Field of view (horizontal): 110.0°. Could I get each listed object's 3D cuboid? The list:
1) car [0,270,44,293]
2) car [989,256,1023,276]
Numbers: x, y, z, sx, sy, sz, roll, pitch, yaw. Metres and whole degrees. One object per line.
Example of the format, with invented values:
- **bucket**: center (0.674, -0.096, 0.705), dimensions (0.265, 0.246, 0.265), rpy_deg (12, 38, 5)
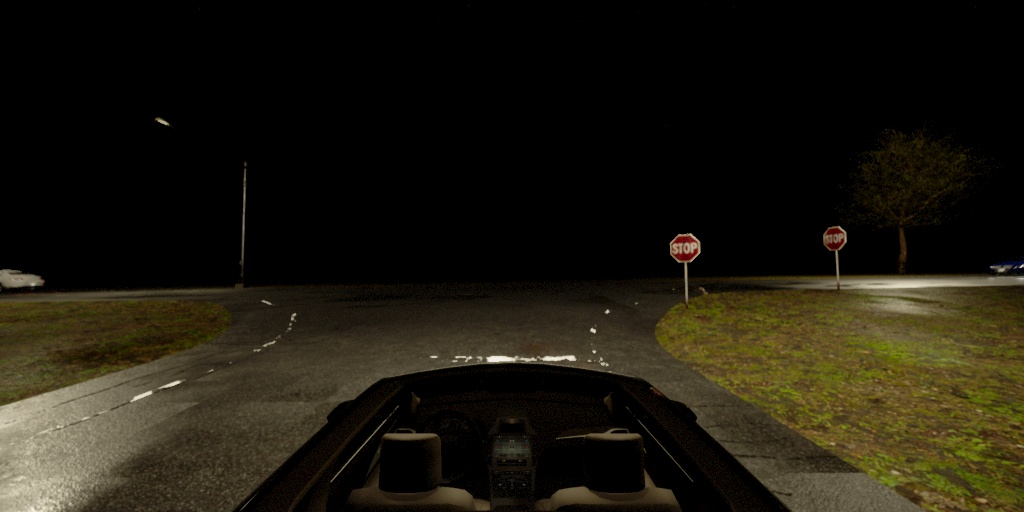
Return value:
- **car**: center (-33.818, 1.668, 23.605), dimensions (4.674, 1.442, 1.812), rpy_deg (-1, -3, 0)
- **car**: center (36.043, 0.655, 24.770), dimensions (4.674, 1.442, 1.812), rpy_deg (-1, -3, -2)
